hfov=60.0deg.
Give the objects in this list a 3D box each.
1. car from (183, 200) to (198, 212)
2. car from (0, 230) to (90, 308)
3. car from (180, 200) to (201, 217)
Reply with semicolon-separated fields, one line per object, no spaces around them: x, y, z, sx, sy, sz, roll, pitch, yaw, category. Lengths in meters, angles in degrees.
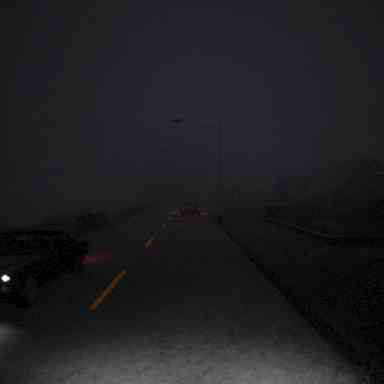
-0.222;1.883;45.267;1.882;1.535;5.008;0;0;0;car
-4.136;1.677;8.213;1.895;1.301;4.718;0;-1;0;car
-0.133;1.667;35.135;2.097;1.767;4.553;0;-1;0;car
